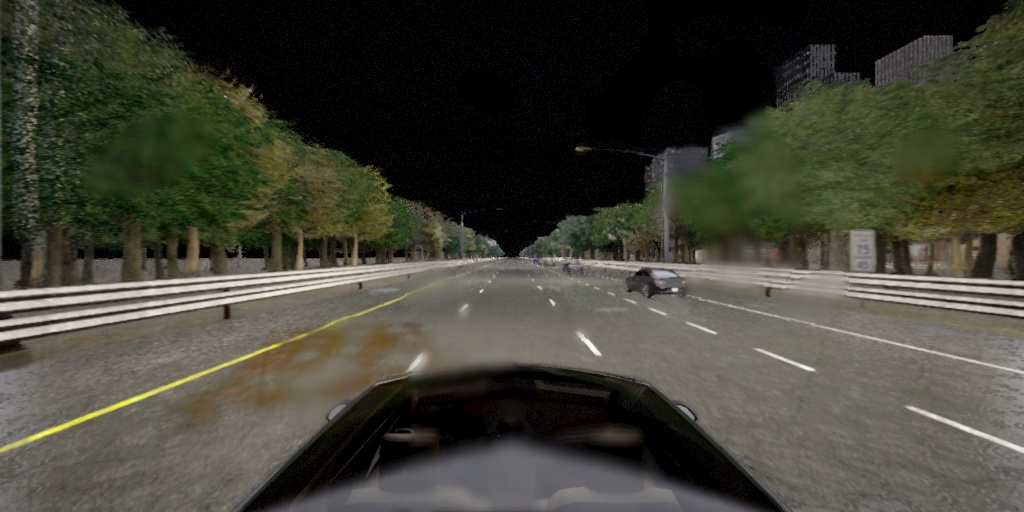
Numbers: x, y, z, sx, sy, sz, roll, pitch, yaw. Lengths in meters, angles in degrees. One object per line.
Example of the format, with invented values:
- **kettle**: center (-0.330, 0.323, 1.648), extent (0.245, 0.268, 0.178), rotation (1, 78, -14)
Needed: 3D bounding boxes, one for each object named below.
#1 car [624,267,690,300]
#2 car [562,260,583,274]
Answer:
- **car**: center (7.003, 1.281, 17.702), extent (1.812, 1.442, 4.674), rotation (0, 0, 0)
- **car**: center (7.011, 1.259, 41.632), extent (2.128, 1.511, 4.902), rotation (0, 0, 0)
